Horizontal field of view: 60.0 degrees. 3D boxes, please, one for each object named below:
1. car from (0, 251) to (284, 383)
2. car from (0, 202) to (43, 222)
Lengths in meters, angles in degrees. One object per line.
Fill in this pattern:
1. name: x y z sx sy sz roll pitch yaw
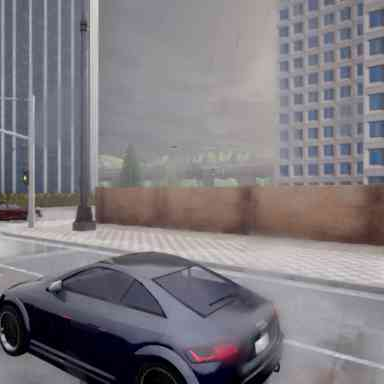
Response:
1. car: -0.909 1.563 4.651 4.181 1.385 1.994 0 0 35
2. car: -13.488 1.472 24.276 1.882 1.535 5.008 0 0 35
